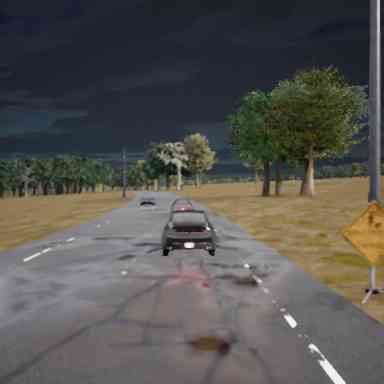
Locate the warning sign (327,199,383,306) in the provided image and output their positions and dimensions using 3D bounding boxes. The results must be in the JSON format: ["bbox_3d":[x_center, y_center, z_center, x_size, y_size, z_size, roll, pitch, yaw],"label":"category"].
[{"bbox_3d":[3.506,1.089,6.452,1.300,1.860,1.060,0,1,-1],"label":"warning sign"}]

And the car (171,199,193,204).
[{"bbox_3d":[-0.853,1.296,28.690,1.994,1.385,4.181,0,1,-3],"label":"car"}]

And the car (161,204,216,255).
[{"bbox_3d":[-0.149,1.435,13.066,1.837,1.490,4.892,0,0,-1],"label":"car"}]

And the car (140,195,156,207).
[{"bbox_3d":[-5.522,1.030,41.899,2.033,1.411,5.357,0,1,-5],"label":"car"}]
